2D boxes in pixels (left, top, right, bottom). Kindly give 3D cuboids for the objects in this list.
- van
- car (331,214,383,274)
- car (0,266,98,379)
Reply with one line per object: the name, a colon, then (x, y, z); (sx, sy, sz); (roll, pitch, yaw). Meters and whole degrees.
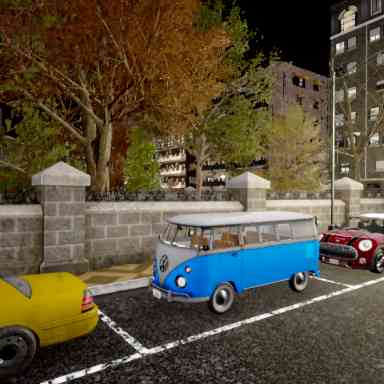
van: (1.072, 1.342, 7.305); (3.998, 1.788, 1.690); (0, 1, -35)
car: (5.643, 1.442, 10.563); (4.097, 1.590, 1.967); (0, 1, -35)
car: (-3.641, 1.525, 3.952); (4.829, 1.417, 1.752); (0, 1, -35)
